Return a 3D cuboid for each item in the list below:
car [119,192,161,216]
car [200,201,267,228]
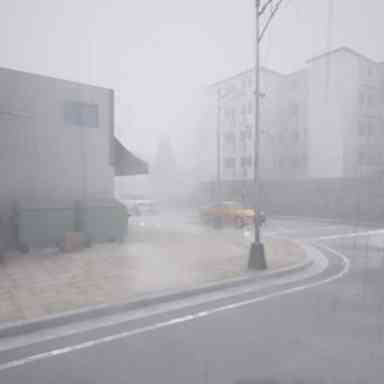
[{"bbox_3d":[-5.085,1.080,31.432,2.150,2.045,5.566,0,1,-35],"label":"car"},{"bbox_3d":[2.507,1.344,21.069,1.882,1.535,5.008,0,0,-35],"label":"car"}]
